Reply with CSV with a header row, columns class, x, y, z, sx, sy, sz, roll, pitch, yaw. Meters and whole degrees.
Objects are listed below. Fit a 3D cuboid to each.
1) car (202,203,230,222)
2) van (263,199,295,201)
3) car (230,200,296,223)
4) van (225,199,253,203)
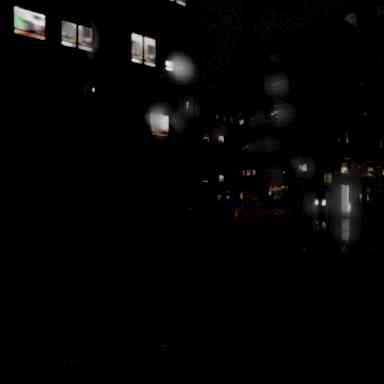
class,x,y,z,sx,sy,sz,roll,pitch,yaw
car,1.929,1.854,28.764,1.802,1.307,4.206,-1,0,-36
van,8.665,1.572,33.684,1.690,1.788,3.998,-1,0,-36
car,5.797,1.697,27.830,1.882,1.535,5.008,0,-1,-37
van,5.348,1.646,38.198,1.690,1.788,3.998,-1,0,-36
